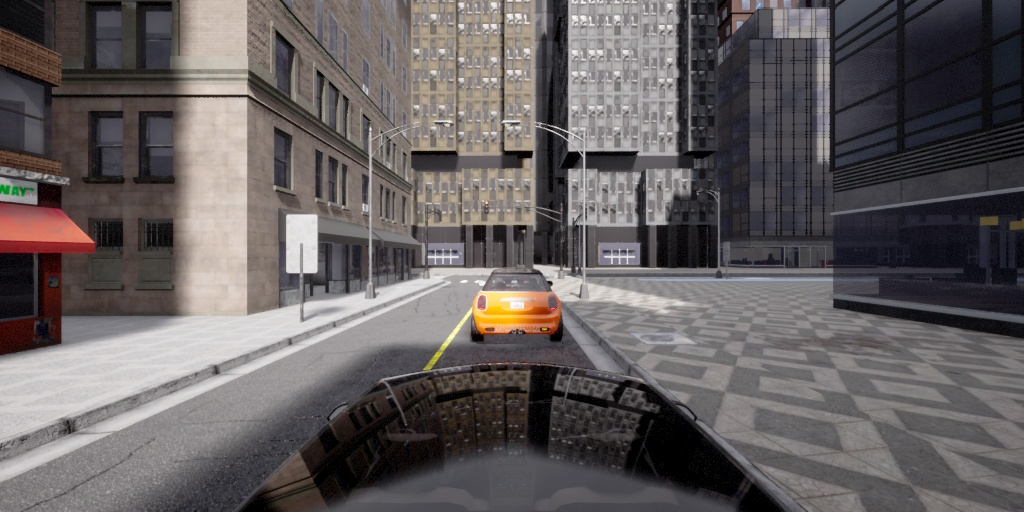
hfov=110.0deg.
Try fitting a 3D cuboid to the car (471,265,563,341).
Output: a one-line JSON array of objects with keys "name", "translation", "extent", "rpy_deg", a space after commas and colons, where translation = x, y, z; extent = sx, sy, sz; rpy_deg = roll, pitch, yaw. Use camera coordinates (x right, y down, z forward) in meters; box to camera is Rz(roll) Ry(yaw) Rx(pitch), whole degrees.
[{"name": "car", "translation": [0.106, 1.102, 10.003], "extent": [2.097, 1.767, 4.553], "rpy_deg": [0, 0, 0]}]
